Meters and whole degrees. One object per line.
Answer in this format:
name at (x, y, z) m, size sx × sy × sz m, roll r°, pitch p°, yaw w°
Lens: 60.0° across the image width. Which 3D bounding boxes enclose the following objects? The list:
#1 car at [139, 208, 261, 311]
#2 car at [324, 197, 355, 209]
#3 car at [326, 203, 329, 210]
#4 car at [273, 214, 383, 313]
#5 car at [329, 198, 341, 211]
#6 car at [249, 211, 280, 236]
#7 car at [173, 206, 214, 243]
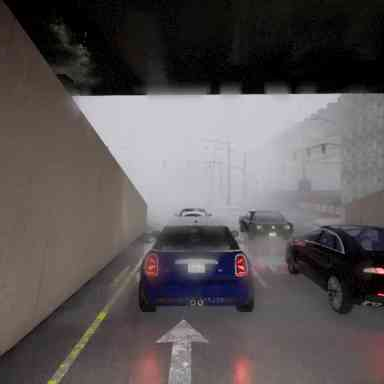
car at (0.082, 1.352, 7.910) m, size 2.097 × 1.767 × 4.553 m, roll 0°, pitch 0°, yaw 0°
car at (17.543, 1.295, 39.397) m, size 1.853 × 1.218 × 4.536 m, roll 0°, pitch 0°, yaw 45°
car at (17.507, 1.453, 39.360) m, size 2.038 × 1.542 × 4.974 m, roll 0°, pitch 0°, yaw 45°
car at (3.581, 1.492, 7.644) m, size 2.128 × 1.511 × 4.902 m, roll 0°, pitch 0°, yaw 0°
car at (17.406, 1.453, 34.753) m, size 2.038 × 1.542 × 4.974 m, roll 0°, pitch 0°, yaw -35°
car at (3.587, 1.601, 16.970) m, size 1.895 × 1.301 × 4.718 m, roll 0°, pitch 0°, yaw 0°
car at (0.065, 1.526, 16.961) m, size 1.812 × 1.442 × 4.674 m, roll 0°, pitch 0°, yaw 0°
